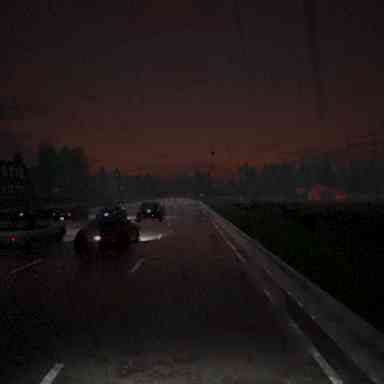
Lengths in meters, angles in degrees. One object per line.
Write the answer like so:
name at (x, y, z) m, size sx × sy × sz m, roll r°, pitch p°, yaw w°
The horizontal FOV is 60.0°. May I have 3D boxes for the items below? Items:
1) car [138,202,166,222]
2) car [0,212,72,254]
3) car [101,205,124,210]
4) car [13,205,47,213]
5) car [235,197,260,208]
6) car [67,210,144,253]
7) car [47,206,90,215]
car at (-3.498, 1.621, 29.080) m, size 2.097 × 1.767 × 4.553 m, roll 0°, pitch -1°, yaw 0°
car at (-6.999, 1.733, 14.101) m, size 1.895 × 1.301 × 4.718 m, roll 0°, pitch 0°, yaw 0°
car at (-6.998, 1.838, 29.327) m, size 1.994 × 1.385 × 4.181 m, roll 0°, pitch 0°, yaw 0°
car at (-13.998, 1.838, 29.326) m, size 1.994 × 1.385 × 4.181 m, roll 0°, pitch 0°, yaw 0°
car at (8.921, 1.707, 53.055) m, size 3.866 × 1.878 × 1.905 m, roll 0°, pitch -1°, yaw 0°
car at (-3.498, 1.698, 14.327) m, size 1.994 × 1.385 × 4.181 m, roll 0°, pitch 0°, yaw 0°
car at (-10.499, 1.872, 29.101) m, size 1.895 × 1.301 × 4.718 m, roll 0°, pitch 0°, yaw 0°
